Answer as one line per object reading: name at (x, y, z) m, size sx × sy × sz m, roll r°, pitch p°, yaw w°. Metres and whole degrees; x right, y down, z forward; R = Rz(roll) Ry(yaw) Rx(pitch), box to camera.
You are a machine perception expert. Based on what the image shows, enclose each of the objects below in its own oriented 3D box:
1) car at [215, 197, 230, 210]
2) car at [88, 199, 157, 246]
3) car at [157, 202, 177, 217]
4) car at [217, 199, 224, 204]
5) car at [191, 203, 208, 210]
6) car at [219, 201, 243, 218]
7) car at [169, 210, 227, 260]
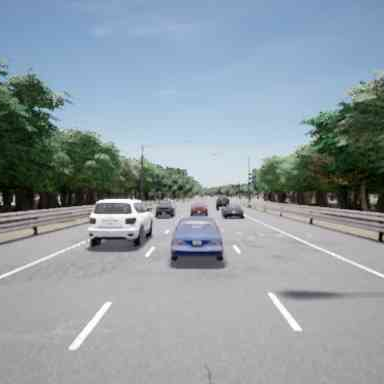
car at (5.033, 1.847, 54.453) m, size 2.150 × 2.045 × 5.566 m, roll 0°, pitch -1°, yaw 3°
car at (-3.254, 1.363, 16.097) m, size 2.150 × 2.045 × 5.566 m, roll 0°, pitch 0°, yaw 1°
car at (-2.738, 1.865, 35.522) m, size 1.837 × 1.490 × 4.892 m, roll 0°, pitch 0°, yaw 2°
car at (8.017, 2.636, 93.963) m, size 1.837 × 1.490 × 4.892 m, roll 0°, pitch -1°, yaw 5°
car at (0.813, 1.905, 36.831) m, size 1.812 × 1.442 × 4.674 m, roll 0°, pitch -1°, yaw 2°
car at (4.121, 1.917, 34.193) m, size 1.994 × 1.385 × 4.181 m, roll 0°, pitch -1°, yaw 2°
car at (0.194, 1.660, 12.927) m, size 2.033 × 1.411 × 5.357 m, roll 0°, pitch -1°, yaw 1°
